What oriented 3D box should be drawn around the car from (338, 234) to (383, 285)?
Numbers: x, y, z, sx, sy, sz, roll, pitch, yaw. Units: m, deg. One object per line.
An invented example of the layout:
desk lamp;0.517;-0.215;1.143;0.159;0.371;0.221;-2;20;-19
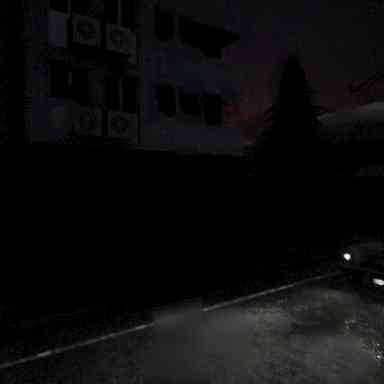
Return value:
car;5.566;1.457;7.941;4.718;1.301;1.895;-1;1;-35
